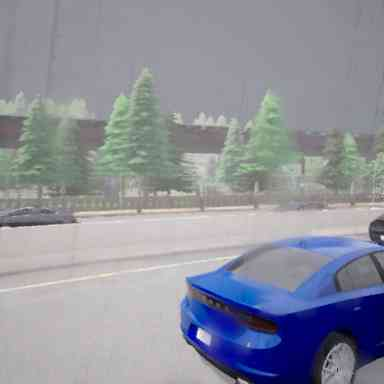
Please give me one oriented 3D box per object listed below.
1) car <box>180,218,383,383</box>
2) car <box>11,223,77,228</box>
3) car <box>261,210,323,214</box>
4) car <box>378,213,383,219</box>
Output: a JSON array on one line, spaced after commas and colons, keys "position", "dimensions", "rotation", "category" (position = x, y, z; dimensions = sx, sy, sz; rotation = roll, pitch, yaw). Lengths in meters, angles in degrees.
[{"position": [2.226, 1.412, 4.997], "dimensions": [5.008, 1.535, 1.882], "rotation": [-1, 1, -32], "category": "car"}, {"position": [-7.867, 1.363, 15.332], "dimensions": [4.902, 1.511, 2.128], "rotation": [-1, 1, -33], "category": "car"}, {"position": [6.187, 1.266, 19.348], "dimensions": [4.892, 1.490, 1.837], "rotation": [0, 0, -25], "category": "car"}, {"position": [8.896, 1.326, 12.675], "dimensions": [4.892, 1.490, 1.837], "rotation": [-1, 1, -26], "category": "car"}]
